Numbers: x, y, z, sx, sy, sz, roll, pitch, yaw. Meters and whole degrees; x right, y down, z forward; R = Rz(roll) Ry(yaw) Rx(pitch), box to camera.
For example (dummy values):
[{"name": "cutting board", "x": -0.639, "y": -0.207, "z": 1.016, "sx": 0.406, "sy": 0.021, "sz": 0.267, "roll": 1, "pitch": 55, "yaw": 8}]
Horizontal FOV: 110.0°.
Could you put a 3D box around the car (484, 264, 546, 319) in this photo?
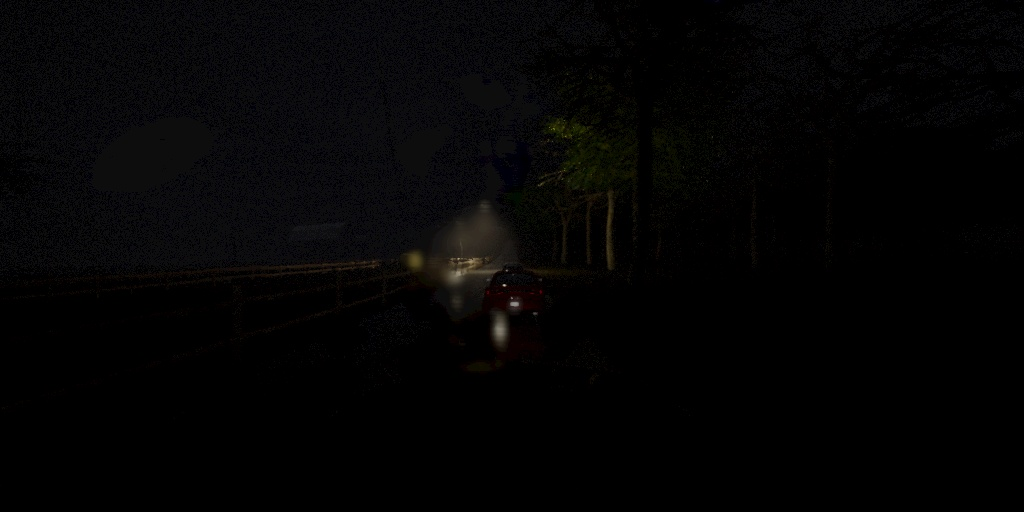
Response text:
[{"name": "car", "x": 0.102, "y": 1.210, "z": 12.669, "sx": 1.882, "sy": 1.535, "sz": 5.008, "roll": 0, "pitch": 0, "yaw": 0}]
